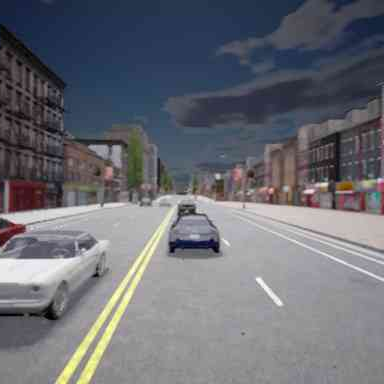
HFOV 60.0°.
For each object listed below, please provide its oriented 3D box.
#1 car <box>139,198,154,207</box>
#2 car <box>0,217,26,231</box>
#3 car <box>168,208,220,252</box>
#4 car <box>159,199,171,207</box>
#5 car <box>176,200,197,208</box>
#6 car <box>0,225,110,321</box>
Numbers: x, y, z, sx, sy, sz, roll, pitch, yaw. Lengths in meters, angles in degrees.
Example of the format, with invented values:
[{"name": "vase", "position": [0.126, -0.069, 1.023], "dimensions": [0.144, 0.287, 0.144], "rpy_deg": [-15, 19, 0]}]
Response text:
[{"name": "car", "position": [-7.796, 1.750, 56.913], "dimensions": [1.812, 1.442, 4.674], "rpy_deg": [0, -1, -1]}, {"name": "car", "position": [-6.527, 1.415, 9.373], "dimensions": [1.882, 1.535, 5.008], "rpy_deg": [0, 0, -2]}, {"name": "car", "position": [0.042, 1.565, 13.894], "dimensions": [1.994, 1.385, 4.181], "rpy_deg": [0, 0, -2]}, {"name": "car", "position": [-4.543, 1.847, 56.682], "dimensions": [1.895, 1.301, 4.718], "rpy_deg": [0, -1, -1]}, {"name": "car", "position": [-0.533, 1.564, 33.988], "dimensions": [1.837, 1.490, 4.892], "rpy_deg": [0, 0, -2]}, {"name": "car", "position": [-3.217, 1.564, 7.315], "dimensions": [1.895, 1.301, 4.718], "rpy_deg": [0, 0, -2]}]
